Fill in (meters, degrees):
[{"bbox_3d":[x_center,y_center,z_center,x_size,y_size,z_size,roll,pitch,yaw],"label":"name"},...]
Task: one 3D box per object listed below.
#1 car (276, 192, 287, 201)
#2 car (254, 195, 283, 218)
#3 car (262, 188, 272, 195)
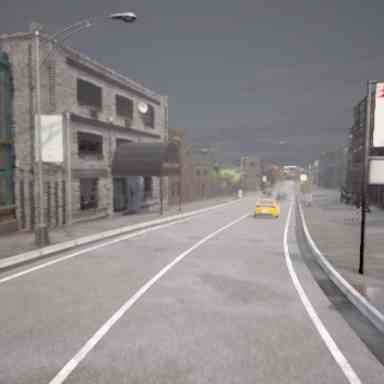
[{"bbox_3d":[15.645,0.757,58.020,2.033,1.411,5.357,2,2,17],"label":"car"},{"bbox_3d":[6.421,1.335,28.307,1.882,1.535,5.008,2,1,17],"label":"car"},{"bbox_3d":[16.381,-0.027,72.145,1.882,1.535,5.008,2,2,17],"label":"car"}]
